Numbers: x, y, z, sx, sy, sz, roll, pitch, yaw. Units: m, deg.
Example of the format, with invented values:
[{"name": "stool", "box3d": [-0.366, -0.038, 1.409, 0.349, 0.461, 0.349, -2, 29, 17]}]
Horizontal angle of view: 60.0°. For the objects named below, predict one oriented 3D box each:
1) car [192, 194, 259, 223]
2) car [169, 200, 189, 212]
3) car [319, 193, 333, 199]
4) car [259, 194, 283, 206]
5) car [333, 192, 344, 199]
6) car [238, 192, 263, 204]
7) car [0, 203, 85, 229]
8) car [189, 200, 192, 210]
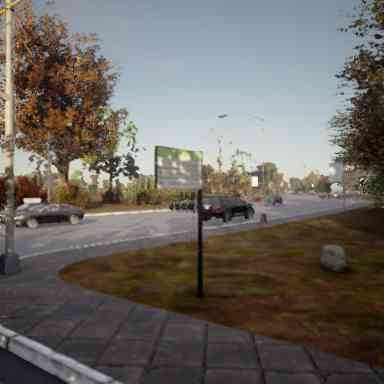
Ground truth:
[{"name": "car", "box3d": [2.724, 1.221, 25.926, 2.150, 2.045, 5.566, 0, 0, 38]}, {"name": "car", "box3d": [-0.595, 1.574, 38.903, 1.895, 1.301, 4.718, 0, 0, 38]}, {"name": "car", "box3d": [34.803, 1.082, 86.702, 1.837, 1.490, 4.892, 0, 0, 18]}, {"name": "car", "box3d": [12.070, 1.040, 50.012, 2.097, 1.767, 4.553, 0, 0, 35]}, {"name": "car", "box3d": [37.771, 1.091, 84.579, 1.837, 1.490, 4.892, 0, 0, 18]}, {"name": "car", "box3d": [9.188, 0.953, 51.998, 2.097, 1.767, 4.553, 0, 0, 35]}, {"name": "car", "box3d": [-9.515, 1.494, 21.943, 2.128, 1.511, 4.902, 0, 0, 38]}, {"name": "car", "box3d": [2.128, 1.326, 36.721, 2.097, 1.767, 4.553, 0, 0, 38]}]
